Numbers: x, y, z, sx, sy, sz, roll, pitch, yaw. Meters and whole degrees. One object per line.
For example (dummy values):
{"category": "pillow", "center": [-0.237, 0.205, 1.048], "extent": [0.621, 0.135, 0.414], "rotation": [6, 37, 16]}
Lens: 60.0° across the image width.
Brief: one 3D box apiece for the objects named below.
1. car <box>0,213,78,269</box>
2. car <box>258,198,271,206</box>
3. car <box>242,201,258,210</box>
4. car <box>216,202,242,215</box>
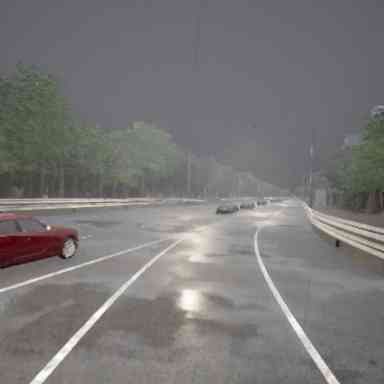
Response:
{"category": "car", "center": [-5.258, 1.332, 9.332], "extent": [1.882, 1.535, 5.008], "rotation": [2, 0, 18]}
{"category": "car", "center": [16.266, 2.254, 76.716], "extent": [2.097, 1.767, 4.553], "rotation": [2, 0, 18]}
{"category": "car", "center": [9.076, 2.106, 54.216], "extent": [1.994, 1.385, 4.181], "rotation": [2, 0, 18]}
{"category": "car", "center": [4.206, 1.873, 38.976], "extent": [1.994, 1.385, 4.181], "rotation": [2, 0, 18]}
